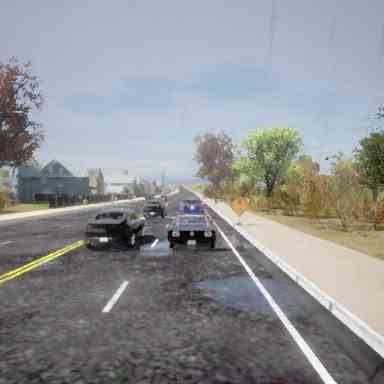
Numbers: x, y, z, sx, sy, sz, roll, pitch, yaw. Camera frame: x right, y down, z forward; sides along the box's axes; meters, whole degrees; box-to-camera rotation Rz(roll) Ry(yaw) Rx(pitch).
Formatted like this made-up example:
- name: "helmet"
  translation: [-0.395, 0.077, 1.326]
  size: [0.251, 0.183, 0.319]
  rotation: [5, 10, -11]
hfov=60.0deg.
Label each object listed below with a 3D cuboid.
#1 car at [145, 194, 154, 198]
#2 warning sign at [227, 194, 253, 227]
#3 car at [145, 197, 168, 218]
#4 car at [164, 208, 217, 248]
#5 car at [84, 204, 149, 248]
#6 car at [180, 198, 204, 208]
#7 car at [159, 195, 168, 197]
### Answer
- name: "car"
  translation: [-9.749, 1.351, 76.754]
  size: [1.837, 1.490, 4.892]
  rotation: [0, 0, 0]
- name: "warning sign"
  translation: [2.882, 1.100, 20.140]
  size: [1.300, 1.860, 1.060]
  rotation: [2, 2, 0]
- name: "car"
  translation: [-3.249, 1.491, 29.667]
  size: [1.837, 1.490, 4.892]
  rotation: [0, 0, 0]
- name: "car"
  translation: [0.000, 1.606, 14.689]
  size: [1.895, 1.301, 4.718]
  rotation: [0, 0, 0]
- name: "car"
  translation: [-3.249, 1.506, 14.658]
  size: [1.837, 1.490, 4.892]
  rotation: [0, 0, 0]
- name: "car"
  translation: [0.001, 1.341, 29.636]
  size: [2.097, 1.767, 4.553]
  rotation: [0, 0, 0]
- name: "car"
  translation: [-6.499, 1.375, 76.754]
  size: [1.812, 1.442, 4.674]
  rotation: [0, 0, 0]
